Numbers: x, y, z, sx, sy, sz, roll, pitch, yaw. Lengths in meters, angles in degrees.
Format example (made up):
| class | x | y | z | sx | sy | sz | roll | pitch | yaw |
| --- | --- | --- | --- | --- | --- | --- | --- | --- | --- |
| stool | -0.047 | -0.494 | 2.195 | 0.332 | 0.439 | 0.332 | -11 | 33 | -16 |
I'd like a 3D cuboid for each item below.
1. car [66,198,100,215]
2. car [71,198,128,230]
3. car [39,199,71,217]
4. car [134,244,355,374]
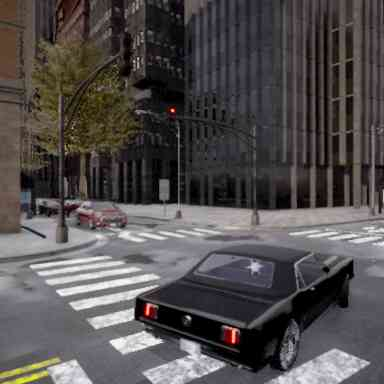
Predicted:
| class | x | y | z | sx | sy | sz | roll | pitch | yaw |
| --- | --- | --- | --- | --- | --- | --- | --- | --- | --- |
| car | -11.257 | 1.389 | 34.085 | 1.882 | 1.535 | 5.008 | 0 | 0 | -36 |
| car | -5.732 | 1.297 | 20.848 | 2.097 | 1.767 | 4.553 | 0 | 0 | -34 |
| car | -12.672 | 1.412 | 30.581 | 1.882 | 1.535 | 5.008 | 0 | 0 | -36 |
| car | 1.352 | 1.574 | 5.763 | 1.895 | 1.301 | 4.718 | 0 | 0 | 38 |
